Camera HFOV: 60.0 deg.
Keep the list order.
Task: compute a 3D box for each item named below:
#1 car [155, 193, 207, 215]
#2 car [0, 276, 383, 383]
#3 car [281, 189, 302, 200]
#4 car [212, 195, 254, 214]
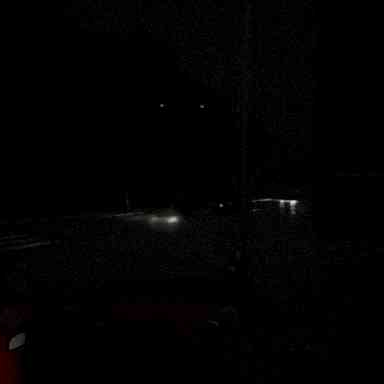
[{"bbox_3d":[-0.747,0.836,25.852,1.882,1.535,5.008,2,2,35],"label":"car"},{"bbox_3d":[-0.498,1.531,3.150,4.507,1.381,1.887,0,1,36],"label":"car"},{"bbox_3d":[13.903,0.321,46.265,1.812,1.442,4.674,2,2,36],"label":"car"},{"bbox_3d":[3.342,0.924,26.487,1.994,1.385,4.181,2,2,35],"label":"car"}]
